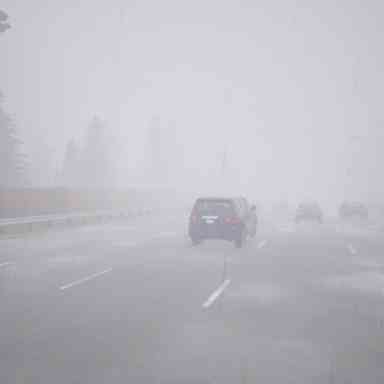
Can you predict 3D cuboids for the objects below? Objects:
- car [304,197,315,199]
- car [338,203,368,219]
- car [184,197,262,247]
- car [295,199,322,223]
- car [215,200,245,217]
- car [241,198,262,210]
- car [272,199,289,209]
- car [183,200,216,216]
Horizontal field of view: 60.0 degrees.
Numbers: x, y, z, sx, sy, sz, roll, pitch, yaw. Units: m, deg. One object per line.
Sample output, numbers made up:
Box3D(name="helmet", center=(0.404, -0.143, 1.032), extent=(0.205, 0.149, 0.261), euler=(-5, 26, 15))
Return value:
Box3D(name="car", center=(18.223, 1.441, 51.661), extent=(1.882, 1.535, 5.008), euler=(0, -1, 20))
Box3D(name="car", center=(13.858, 1.578, 28.878), extent=(1.895, 1.301, 4.718), euler=(0, 0, 20))
Box3D(name="car", center=(1.596, 1.216, 15.273), extent=(2.150, 2.045, 5.566), euler=(0, 0, 20))
Box3D(name="car", center=(8.962, 1.529, 25.545), extent=(2.033, 1.411, 5.357), euler=(0, 0, 20))
Box3D(name="car", center=(3.692, 1.546, 31.632), extent=(1.994, 1.385, 4.181), euler=(0, 0, 20))
Box3D(name="car", center=(7.840, 1.538, 43.325), extent=(1.994, 1.385, 4.181), euler=(0, 0, 19))
Box3D(name="car", center=(11.721, 1.572, 43.798), extent=(1.895, 1.301, 4.718), euler=(0, 0, 20))
Box3D(name="car", center=(0.884, 1.584, 34.033), extent=(1.895, 1.301, 4.718), euler=(0, 0, 20))
